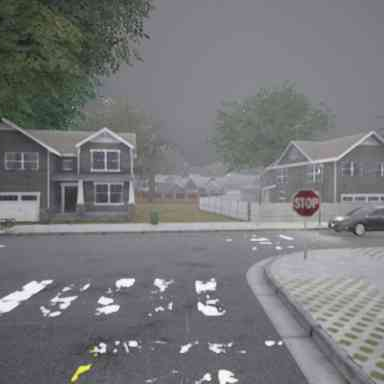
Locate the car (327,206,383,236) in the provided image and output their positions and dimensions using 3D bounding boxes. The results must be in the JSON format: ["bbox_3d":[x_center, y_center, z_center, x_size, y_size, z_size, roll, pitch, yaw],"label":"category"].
[{"bbox_3d":[9.864,1.533,18.225,4.892,1.490,1.837,0,0,-12],"label":"car"}]
